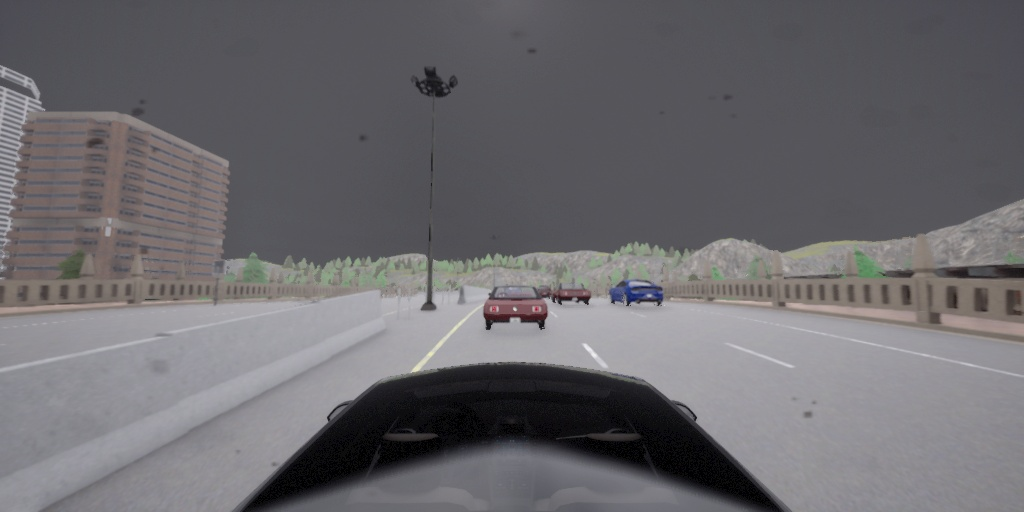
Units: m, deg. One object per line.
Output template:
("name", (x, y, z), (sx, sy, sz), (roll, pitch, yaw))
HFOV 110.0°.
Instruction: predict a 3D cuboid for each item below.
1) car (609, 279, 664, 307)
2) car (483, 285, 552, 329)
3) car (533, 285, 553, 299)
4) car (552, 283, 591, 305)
("car", (7.101, 2.111, 21.013), (1.882, 1.535, 5.008), (0, -5, 0))
("car", (0.101, 1.647, 12.392), (1.895, 1.301, 4.718), (0, -3, 0))
("car", (3.603, 4.186, 41.838), (1.882, 1.535, 5.008), (0, -6, 0))
("car", (3.602, 2.387, 22.709), (1.895, 1.301, 4.718), (0, -5, 0))
